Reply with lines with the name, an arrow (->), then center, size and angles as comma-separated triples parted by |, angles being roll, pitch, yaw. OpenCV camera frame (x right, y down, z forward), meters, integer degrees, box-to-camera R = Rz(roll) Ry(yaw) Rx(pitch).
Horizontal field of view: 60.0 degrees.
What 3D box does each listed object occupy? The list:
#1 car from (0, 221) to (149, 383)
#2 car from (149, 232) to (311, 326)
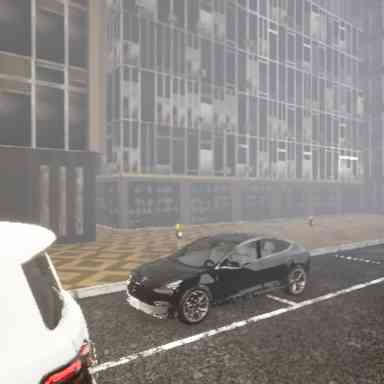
car -> -3.146, 1.217, 1.136 | 5.566, 2.045, 2.150 | 0, 0, -36
car -> 0.764, 1.576, 7.111 | 4.313, 1.339, 1.947 | 0, 0, -36
